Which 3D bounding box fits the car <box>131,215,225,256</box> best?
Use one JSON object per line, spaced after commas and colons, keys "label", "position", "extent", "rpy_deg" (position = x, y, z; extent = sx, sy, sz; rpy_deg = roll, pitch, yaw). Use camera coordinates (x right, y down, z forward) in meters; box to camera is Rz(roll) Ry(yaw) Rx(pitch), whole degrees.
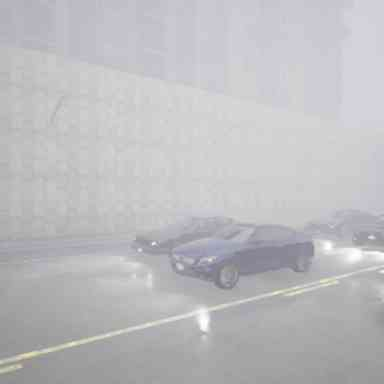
{"label": "car", "position": [0.408, 1.609, 12.866], "extent": [5.357, 1.411, 2.033], "rpy_deg": [1, 0, -35]}

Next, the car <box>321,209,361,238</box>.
{"label": "car", "position": [8.679, 1.690, 18.768], "extent": [5.357, 1.411, 2.033], "rpy_deg": [1, 0, -35]}

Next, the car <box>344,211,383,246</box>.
{"label": "car", "position": [8.892, 1.687, 14.615], "extent": [4.181, 1.385, 1.994], "rpy_deg": [1, 0, -35]}

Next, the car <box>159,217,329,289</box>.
{"label": "car", "position": [1.619, 1.579, 9.431], "extent": [4.674, 1.442, 1.812], "rpy_deg": [1, 0, -35]}
